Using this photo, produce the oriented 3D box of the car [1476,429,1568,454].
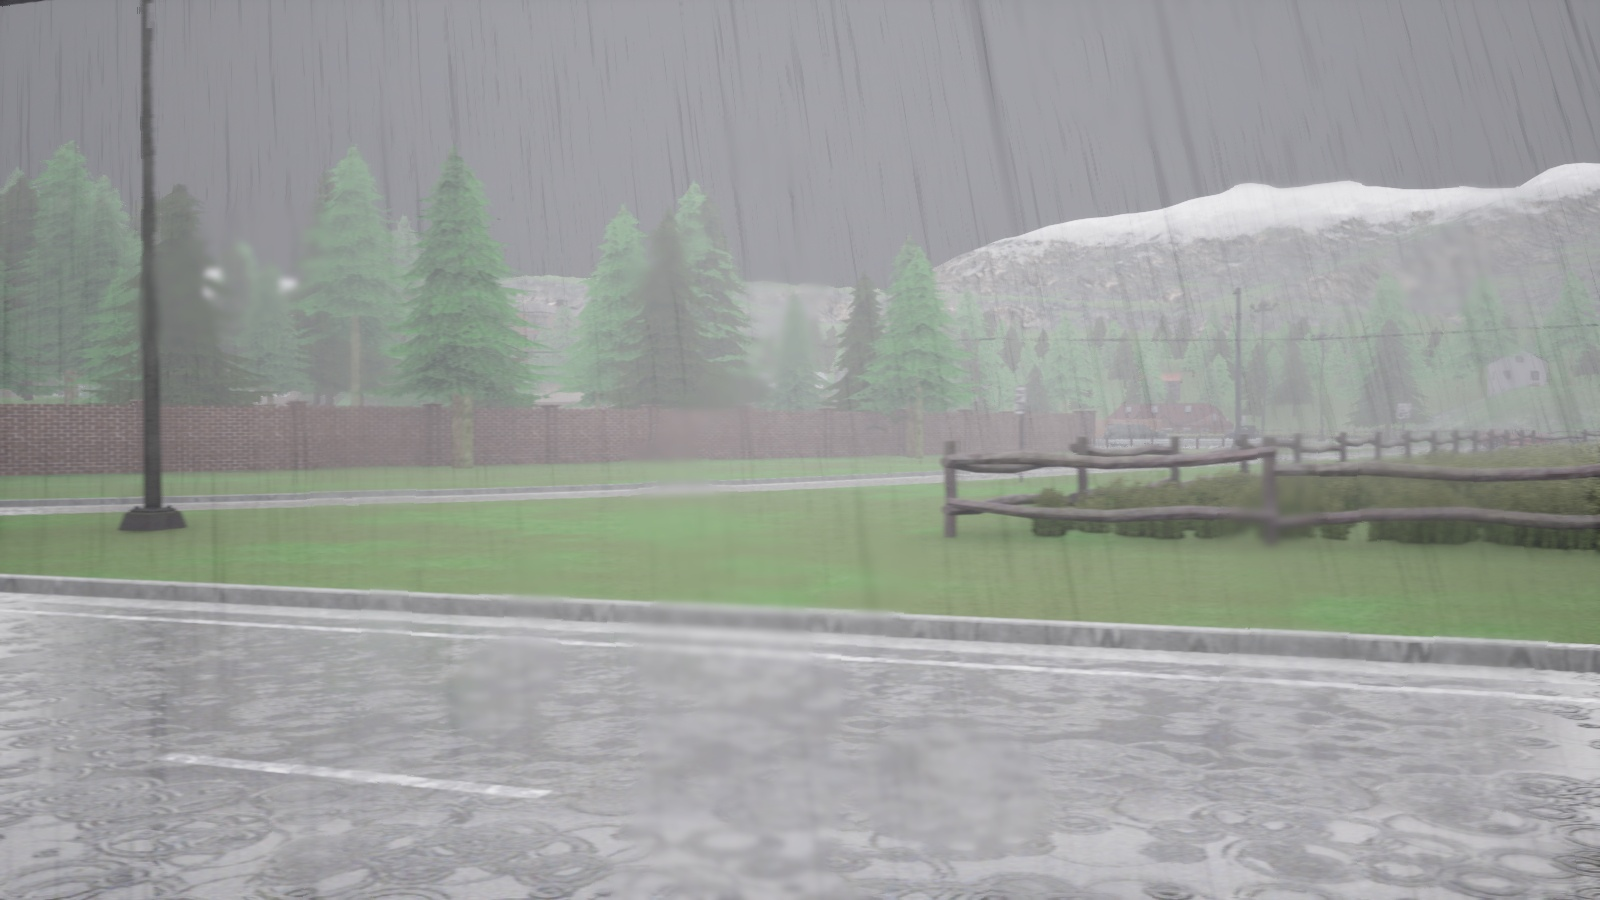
[{"bbox_3d":[48.688,-0.570,84.803,5.027,1.651,2.152,1,1,18],"label":"car"}]
